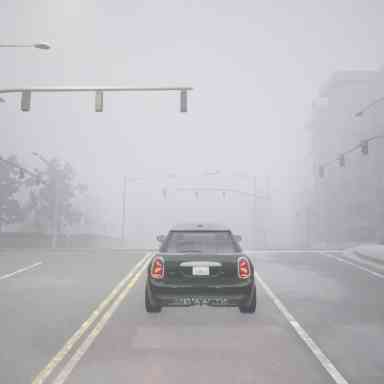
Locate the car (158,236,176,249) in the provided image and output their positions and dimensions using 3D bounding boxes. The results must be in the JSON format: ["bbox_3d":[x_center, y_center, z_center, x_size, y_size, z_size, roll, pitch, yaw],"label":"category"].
[{"bbox_3d":[-3.090,6.472,42.175,1.837,1.490,4.892,0,-10,1],"label":"car"}]

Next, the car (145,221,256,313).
[{"bbox_3d":[0.177,1.486,8.130,2.097,1.767,4.553,0,-1,0],"label":"car"}]

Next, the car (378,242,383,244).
[{"bbox_3d":[17.220,4.278,26.173,4.892,1.490,1.837,5,-9,1],"label":"car"}]
